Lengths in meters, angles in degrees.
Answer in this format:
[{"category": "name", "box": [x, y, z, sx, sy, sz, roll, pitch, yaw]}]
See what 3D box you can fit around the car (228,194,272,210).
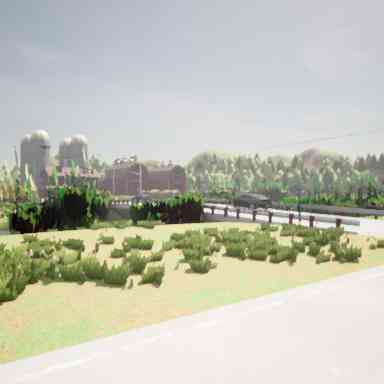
[{"category": "car", "box": [5.562, 0.949, 32.401, 1.837, 1.490, 4.892, 0, 2, -33]}]
